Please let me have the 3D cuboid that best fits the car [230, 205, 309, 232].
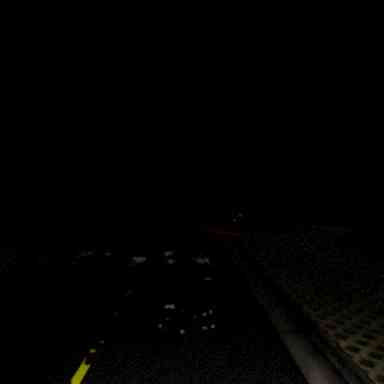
[{"bbox_3d":[4.831,1.550,20.521,5.008,1.535,1.882,1,0,-20],"label":"car"}]
